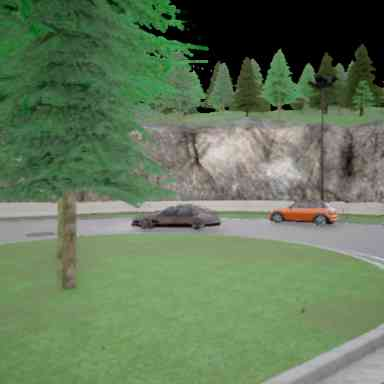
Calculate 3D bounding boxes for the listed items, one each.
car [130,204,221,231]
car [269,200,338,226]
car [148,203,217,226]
[{"bbox_3d":[-0.930,1.572,20.141,5.357,1.411,2.033,0,0,3],"label":"car"},{"bbox_3d":[7.869,1.399,23.778,4.553,1.767,2.097,0,0,38],"label":"car"},{"bbox_3d":[-0.599,1.555,23.368,4.674,1.442,1.812,0,-1,7],"label":"car"}]
